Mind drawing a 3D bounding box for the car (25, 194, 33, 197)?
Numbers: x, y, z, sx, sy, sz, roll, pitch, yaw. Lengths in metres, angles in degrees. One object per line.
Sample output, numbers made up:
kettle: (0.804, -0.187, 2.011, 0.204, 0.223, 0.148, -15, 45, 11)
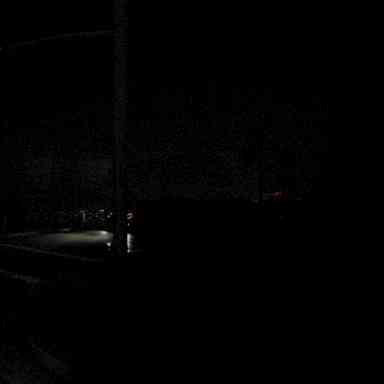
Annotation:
car: (-34.363, 1.232, 71.233, 1.970, 1.475, 3.806, 0, 0, 35)

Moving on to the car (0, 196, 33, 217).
car: (-15.847, 1.340, 26.945, 2.007, 1.523, 4.514, 0, 0, 35)

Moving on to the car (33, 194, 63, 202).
car: (-28.940, 1.154, 67.787, 2.152, 1.636, 5.027, 0, 0, 35)

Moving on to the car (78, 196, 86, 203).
car: (-18.500, 1.077, 60.391, 1.905, 1.878, 3.866, 0, 0, 35)

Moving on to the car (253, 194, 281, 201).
car: (8.393, 1.221, 37.074, 2.150, 2.045, 5.566, 0, 0, 35)

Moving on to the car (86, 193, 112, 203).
car: (-15.890, 1.097, 59.048, 1.932, 1.855, 4.605, 0, 0, 35)

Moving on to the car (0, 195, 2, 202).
car: (-41.427, 1.298, 67.598, 2.007, 1.523, 4.514, 0, 0, 35)

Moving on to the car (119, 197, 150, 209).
car: (-7.527, 1.384, 43.861, 1.970, 1.475, 3.806, 0, 0, 35)

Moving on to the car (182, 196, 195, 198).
car: (-0.805, 1.374, 48.194, 1.845, 1.501, 3.633, 0, 0, 35)

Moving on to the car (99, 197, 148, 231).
car: (-3.087, 1.352, 20.594, 2.097, 1.767, 4.553, 0, 0, 35)
